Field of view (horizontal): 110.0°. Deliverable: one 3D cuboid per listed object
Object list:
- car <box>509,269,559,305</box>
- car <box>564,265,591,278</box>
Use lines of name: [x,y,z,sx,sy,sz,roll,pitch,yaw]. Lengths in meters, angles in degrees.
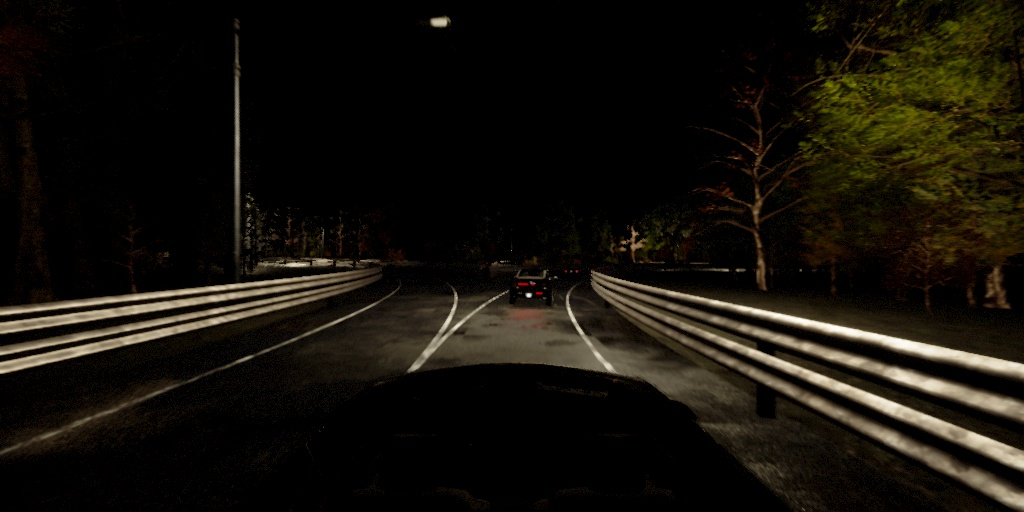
car: [1.066,1.336,16.918,1.837,1.490,4.892,0,0,9]
car: [7.379,1.693,40.188,2.033,1.411,5.357,-1,-1,26]
